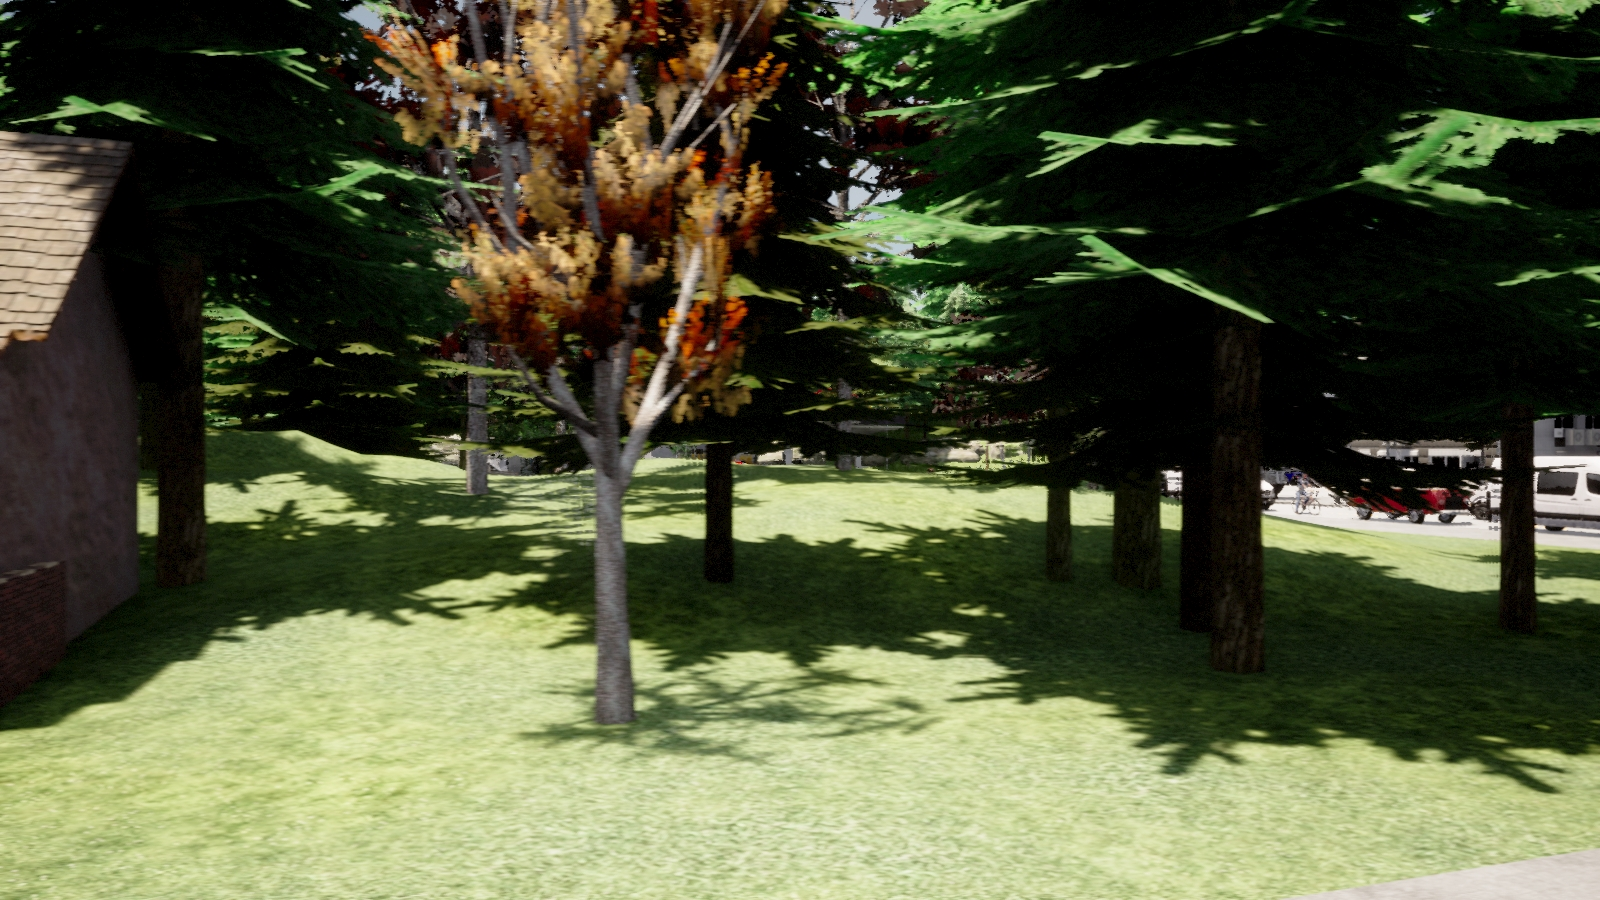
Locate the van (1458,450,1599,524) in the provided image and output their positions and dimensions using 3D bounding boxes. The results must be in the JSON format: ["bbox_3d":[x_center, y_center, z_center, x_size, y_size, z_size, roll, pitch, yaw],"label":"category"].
[{"bbox_3d":[27.987,1.285,42.803,1.988,2.561,5.915,0,0,-19],"label":"van"}]

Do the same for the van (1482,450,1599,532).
[{"bbox_3d":[25.647,1.288,37.304,1.988,2.561,5.915,0,0,-19],"label":"van"}]

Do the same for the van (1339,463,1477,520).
[{"bbox_3d":[23.336,1.536,44.041,2.069,2.038,4.480,0,0,-19],"label":"van"}]

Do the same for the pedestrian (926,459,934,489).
[{"bbox_3d":[8.164,1.502,71.660,0.375,1.860,0.375,0,0,-19],"label":"pedestrian"}]

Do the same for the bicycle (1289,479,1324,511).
[{"bbox_3d":[21.660,1.910,48.883,0.373,1.296,1.643,0,0,-19],"label":"bicycle"}]
